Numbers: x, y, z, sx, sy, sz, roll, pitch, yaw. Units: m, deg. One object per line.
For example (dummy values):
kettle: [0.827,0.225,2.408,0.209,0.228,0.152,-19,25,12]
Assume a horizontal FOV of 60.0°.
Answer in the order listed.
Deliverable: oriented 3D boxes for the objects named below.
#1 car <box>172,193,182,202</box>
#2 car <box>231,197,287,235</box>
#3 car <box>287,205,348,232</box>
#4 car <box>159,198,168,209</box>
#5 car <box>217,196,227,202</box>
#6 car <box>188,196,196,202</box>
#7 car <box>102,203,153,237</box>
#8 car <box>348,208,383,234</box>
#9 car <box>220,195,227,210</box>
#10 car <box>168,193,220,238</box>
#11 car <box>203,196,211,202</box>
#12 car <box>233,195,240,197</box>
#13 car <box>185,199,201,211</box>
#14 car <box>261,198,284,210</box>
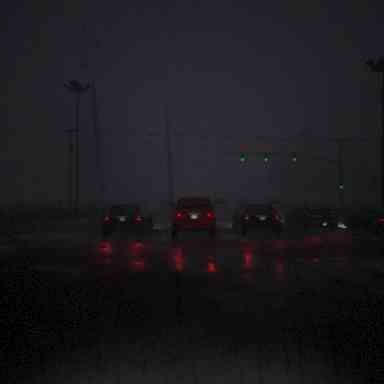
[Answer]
car: [-3.507,1.321,79.074,2.150,2.045,5.566,0,0,0]
car: [3.598,1.375,19.067,2.097,1.767,4.553,0,0,0]
car: [7.099,1.516,20.190,2.128,1.511,4.902,0,0,0]
car: [-3.408,1.533,45.747,1.882,1.535,5.008,0,0,0]
car: [6.992,1.596,78.423,1.837,1.490,4.892,0,0,0]
car: [-0.007,1.689,76.943,1.895,1.301,4.718,0,0,0]
car: [-3.400,1.373,18.380,2.097,1.767,4.553,0,0,0]
car: [10.599,1.588,19.380,1.994,1.385,4.181,0,0,0]
car: [3.594,1.559,44.227,1.837,1.490,4.892,0,0,0]
car: [0.100,1.244,18.111,2.150,2.045,5.566,0,0,0]
car: [3.493,1.690,78.203,1.895,1.301,4.718,0,0,0]
car: [10.492,1.450,78.012,2.097,1.767,4.553,0,0,0]
car: [0.094,1.653,42.662,1.895,1.301,4.718,0,0,0]
car: [10.595,1.559,44.195,1.837,1.490,4.892,0,0,0]
